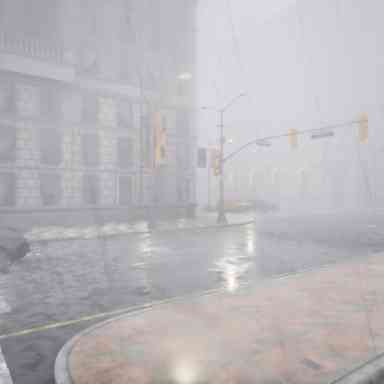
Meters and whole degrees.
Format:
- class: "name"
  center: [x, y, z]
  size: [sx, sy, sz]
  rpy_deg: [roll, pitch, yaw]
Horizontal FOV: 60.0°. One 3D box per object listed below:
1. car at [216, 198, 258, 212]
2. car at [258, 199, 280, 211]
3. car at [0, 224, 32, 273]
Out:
- class: "car"
  center: [4.913, 1.467, 38.679]
  size: [1.882, 1.535, 5.008]
  rpy_deg: [0, 0, -36]
- class: "car"
  center: [8.052, 1.536, 40.328]
  size: [2.033, 1.411, 5.357]
  rpy_deg: [0, 0, -36]
- class: "car"
  center: [-6.968, 1.491, 8.845]
  size: [4.902, 1.511, 2.128]
  rpy_deg: [0, 0, -35]
